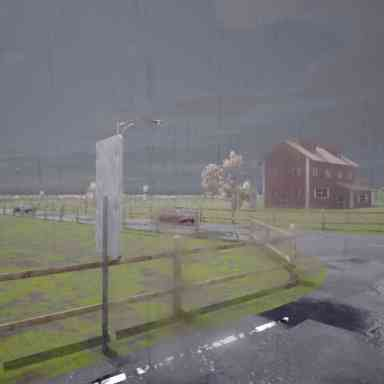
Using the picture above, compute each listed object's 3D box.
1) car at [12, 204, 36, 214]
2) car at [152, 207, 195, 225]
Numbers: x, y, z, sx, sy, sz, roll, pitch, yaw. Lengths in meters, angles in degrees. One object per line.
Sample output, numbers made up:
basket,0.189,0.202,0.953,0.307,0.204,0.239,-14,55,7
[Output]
car,-23.896,2.405,47.268,2.033,1.411,5.357,0,-1,-43
car,-1.502,1.950,27.627,1.994,1.385,4.181,0,-1,-43
